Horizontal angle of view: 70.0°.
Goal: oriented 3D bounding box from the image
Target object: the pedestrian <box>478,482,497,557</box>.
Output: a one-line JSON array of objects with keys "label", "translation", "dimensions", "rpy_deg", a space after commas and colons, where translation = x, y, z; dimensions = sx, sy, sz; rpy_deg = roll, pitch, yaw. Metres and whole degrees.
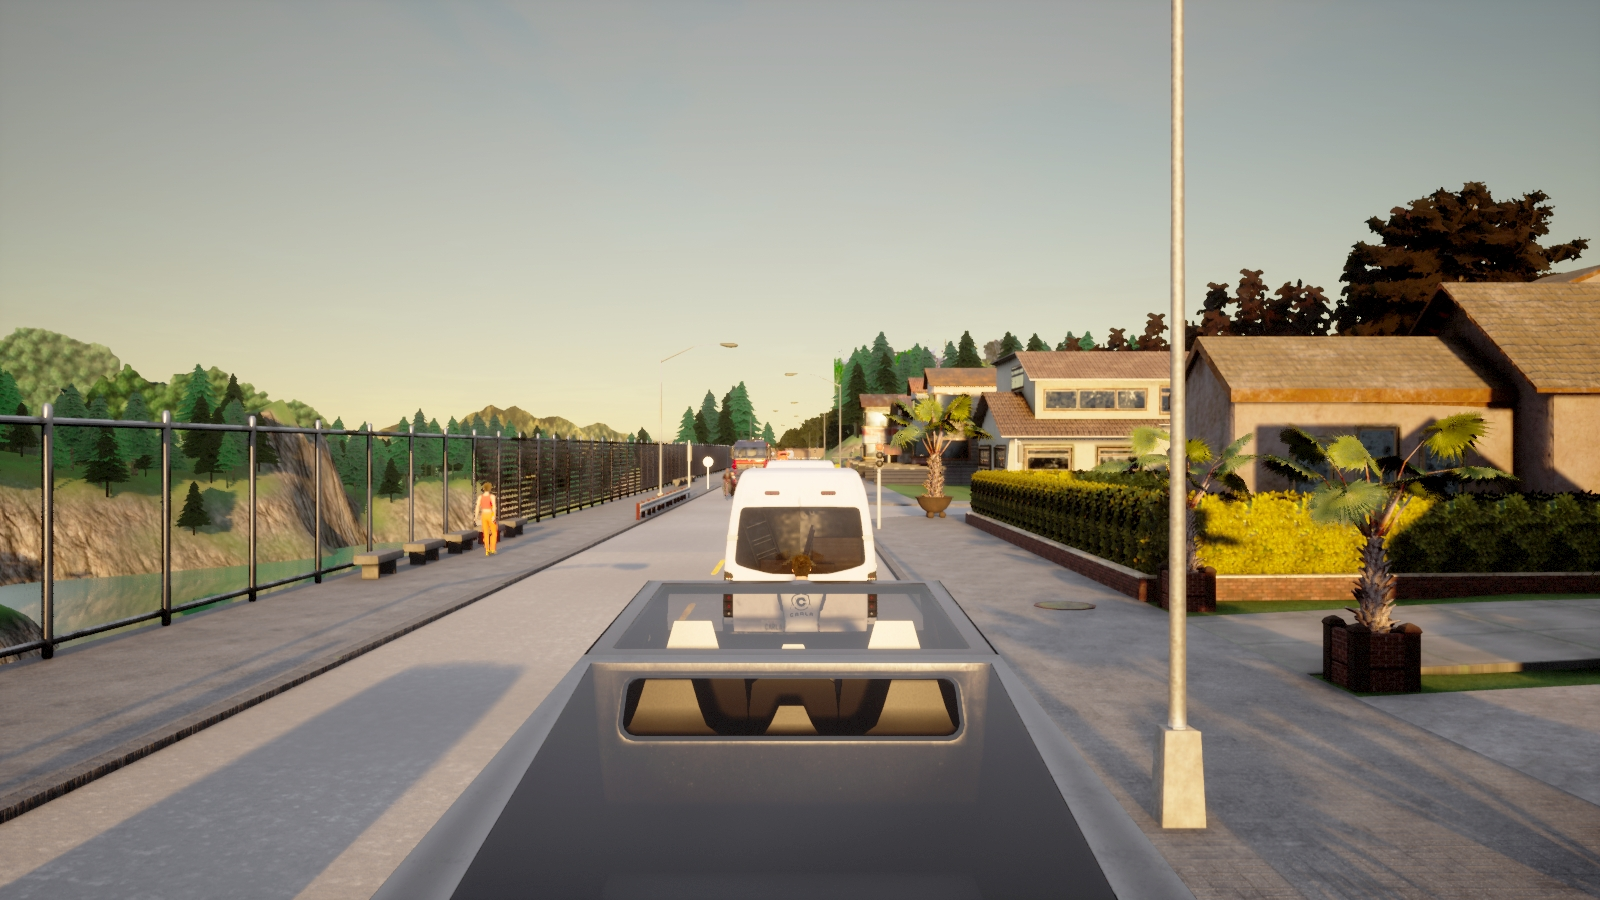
[{"label": "pedestrian", "translation": [-7.855, 1.733, 28.716], "dimensions": [0.375, 1.860, 0.375], "rpy_deg": [0, 0, 0]}]

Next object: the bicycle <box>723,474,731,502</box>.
[{"label": "bicycle", "translation": [-3.971, 2.036, 62.155], "dimensions": [0.329, 1.471, 1.835], "rpy_deg": [0, 0, 0]}]

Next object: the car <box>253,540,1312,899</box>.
[{"label": "car", "translation": [-0.034, 1.751, 5.716], "dimensions": [2.390, 2.098, 6.274], "rpy_deg": [0, 0, 0]}]

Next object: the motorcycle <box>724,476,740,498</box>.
[{"label": "motorcycle", "translation": [-3.975, 2.159, 67.217], "dimensions": [0.803, 1.199, 2.033], "rpy_deg": [0, 0, 0]}]

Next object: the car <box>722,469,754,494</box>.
[{"label": "car", "translation": [-3.972, 2.010, 73.553], "dimensions": [1.845, 1.501, 3.633], "rpy_deg": [0, 0, 0]}]

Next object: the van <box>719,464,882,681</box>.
[{"label": "van", "translation": [0.009, 1.528, 16.844], "dimensions": [1.988, 2.561, 5.915], "rpy_deg": [0, 0, 0]}]
